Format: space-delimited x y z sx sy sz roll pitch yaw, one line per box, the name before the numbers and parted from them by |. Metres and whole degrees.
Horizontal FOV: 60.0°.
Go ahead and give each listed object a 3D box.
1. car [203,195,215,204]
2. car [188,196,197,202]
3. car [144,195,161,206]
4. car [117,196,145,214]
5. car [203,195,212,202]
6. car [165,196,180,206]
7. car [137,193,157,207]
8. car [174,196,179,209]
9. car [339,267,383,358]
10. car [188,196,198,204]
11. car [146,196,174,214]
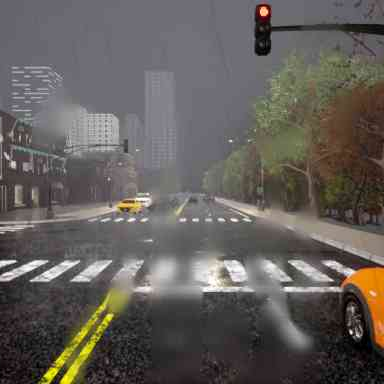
car | 3.500 1.466 64.714 2.128 1.511 4.902 0 0 0
car | 0.180 1.564 74.932 1.895 1.301 4.718 0 0 0
car | -6.455 1.331 54.791 2.097 1.767 4.553 0 0 0
car | -6.511 1.466 34.892 1.882 1.535 5.008 0 0 0
car | 3.430 1.446 74.879 1.882 1.535 5.008 0 0 0
car | -3.204 1.471 54.943 2.128 1.511 4.902 0 0 0
car | -6.484 1.205 44.831 2.150 2.045 5.566 0 0 0
car | -3.234 1.548 44.915 1.994 1.385 4.181 0 0 0
car | 3.359 1.351 3.399 2.097 1.767 4.553 0 0 0
car | 0.251 1.522 64.439 2.033 1.411 5.357 0 0 1
car | -3.263 1.466 34.905 1.882 1.535 5.008 0 0 0
